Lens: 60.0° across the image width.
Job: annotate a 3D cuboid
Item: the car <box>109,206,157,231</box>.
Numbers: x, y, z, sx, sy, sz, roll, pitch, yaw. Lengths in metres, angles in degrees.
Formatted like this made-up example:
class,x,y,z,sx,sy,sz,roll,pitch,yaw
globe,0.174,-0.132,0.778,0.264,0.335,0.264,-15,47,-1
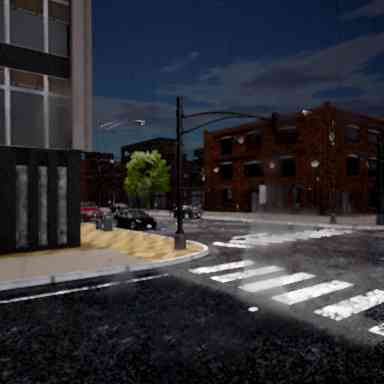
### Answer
class,x,y,z,sx,sy,sz,roll,pitch,yaw
car,-4.225,1.982,24.387,1.947,1.339,4.313,-1,0,-37

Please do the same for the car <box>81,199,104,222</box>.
class,x,y,z,sx,sy,sz,roll,pitch,yaw
car,-10.414,1.892,32.676,2.192,1.841,5.009,-1,0,-37

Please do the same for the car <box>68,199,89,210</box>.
class,x,y,z,sx,sy,sz,roll,pitch,yaw
car,-20.664,2.284,60.475,2.192,1.841,5.009,-2,0,-37

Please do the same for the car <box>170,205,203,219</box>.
class,x,y,z,sx,sy,sz,roll,pitch,yaw
car,-0.631,2.003,33.992,2.008,1.369,4.403,-2,0,-37

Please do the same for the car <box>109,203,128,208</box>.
class,x,y,z,sx,sy,sz,roll,pitch,yaw
car,-10.245,2.251,46.614,2.008,1.369,4.403,-2,0,-37
